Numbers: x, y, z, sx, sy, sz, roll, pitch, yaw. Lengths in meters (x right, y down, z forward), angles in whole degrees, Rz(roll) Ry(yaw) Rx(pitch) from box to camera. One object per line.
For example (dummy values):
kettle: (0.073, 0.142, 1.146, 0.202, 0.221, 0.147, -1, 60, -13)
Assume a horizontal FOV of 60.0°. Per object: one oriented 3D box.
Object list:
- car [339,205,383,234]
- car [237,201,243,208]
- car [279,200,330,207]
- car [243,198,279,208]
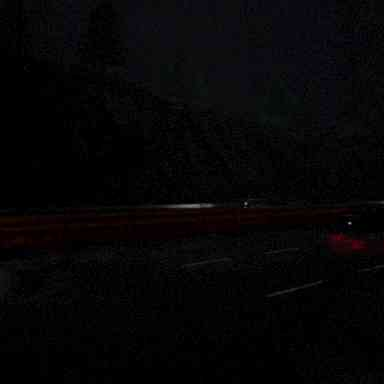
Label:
car: (10.704, 1.506, 19.522, 4.902, 1.511, 2.128, 0, 0, -32)
car: (7.928, 1.375, 42.369, 4.553, 1.767, 2.097, 0, 0, -28)
car: (11.285, 1.512, 32.252, 4.902, 1.511, 2.128, 0, 0, -29)
car: (8.046, 1.621, 34.455, 4.718, 1.301, 1.895, 0, 0, -30)
